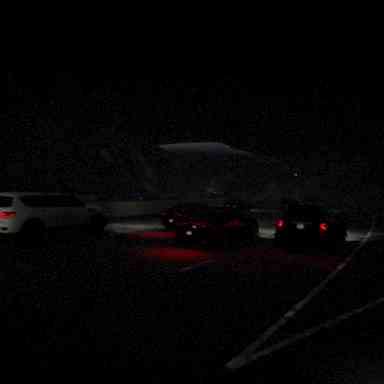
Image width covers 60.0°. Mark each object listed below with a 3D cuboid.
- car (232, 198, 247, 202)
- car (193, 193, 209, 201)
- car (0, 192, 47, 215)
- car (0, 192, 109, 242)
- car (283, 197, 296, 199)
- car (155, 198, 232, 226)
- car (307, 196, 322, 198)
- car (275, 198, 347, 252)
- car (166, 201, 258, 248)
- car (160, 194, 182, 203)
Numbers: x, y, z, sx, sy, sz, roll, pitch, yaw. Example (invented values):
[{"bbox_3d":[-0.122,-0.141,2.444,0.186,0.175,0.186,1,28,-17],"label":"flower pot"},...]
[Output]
[{"bbox_3d":[4.596,1.351,33.670,2.033,1.411,5.357,1,1,28],"label":"car"},{"bbox_3d":[2.013,1.002,72.110,2.128,1.511,4.902,1,0,18],"label":"car"},{"bbox_3d":[-15.033,0.921,28.356,2.097,1.767,4.553,1,1,32],"label":"car"},{"bbox_3d":[-6.477,1.009,15.474,2.150,2.045,5.566,1,1,34],"label":"car"},{"bbox_3d":[12.108,1.346,40.748,2.128,1.511,4.902,1,1,26],"label":"car"},{"bbox_3d":[0.244,1.328,19.377,1.882,1.535,5.008,1,1,32],"label":"car"},{"bbox_3d":[12.578,1.264,33.940,2.097,1.767,4.553,1,0,27],"label":"car"},{"bbox_3d":[5.203,1.311,14.177,2.097,1.767,4.553,1,0,33],"label":"car"},{"bbox_3d":[1.268,1.379,14.527,1.882,1.535,5.008,1,1,33],"label":"car"},{"bbox_3d":[-3.543,1.110,57.520,1.895,1.301,4.718,1,0,24],"label":"car"}]
